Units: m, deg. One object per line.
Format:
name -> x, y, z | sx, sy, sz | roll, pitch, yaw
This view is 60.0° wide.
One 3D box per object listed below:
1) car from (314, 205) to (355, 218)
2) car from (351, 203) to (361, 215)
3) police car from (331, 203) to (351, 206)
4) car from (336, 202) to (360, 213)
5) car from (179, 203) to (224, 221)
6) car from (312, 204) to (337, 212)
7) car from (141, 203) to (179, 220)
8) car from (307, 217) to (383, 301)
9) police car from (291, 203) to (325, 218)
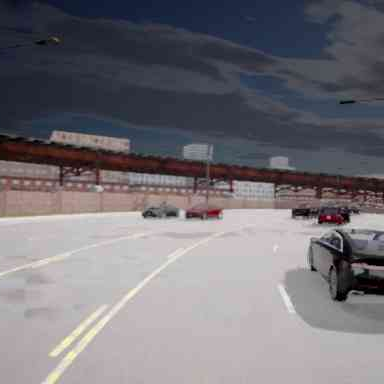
car -> 12.646, 2.152, 29.419 | 1.994, 1.385, 4.181 | 1, -1, 37
car -> 22.842, 2.591, 48.191 | 4.892, 1.490, 1.837 | 3, -1, -44
police car -> 18.872, 2.344, 44.167 | 1.930, 1.638, 5.238 | 1, -1, 43
car -> 28.602, 2.845, 60.868 | 4.553, 1.767, 2.097 | 3, -2, -39
car -> 1.171, 1.770, 30.366 | 1.882, 1.535, 5.008 | 1, -1, 31
car -> 24.981, 3.047, 62.472 | 5.357, 1.411, 2.033 | 3, -2, -39
car -> -2.771, 1.744, 30.391 | 1.994, 1.385, 4.181 | 1, -1, 28
car -> 4.278, 1.696, 8.611 | 2.128, 1.511, 4.902 | 1, 0, 10
police car -> 12.661, 2.100, 36.849 | 1.930, 1.638, 5.238 | 1, -1, 38
